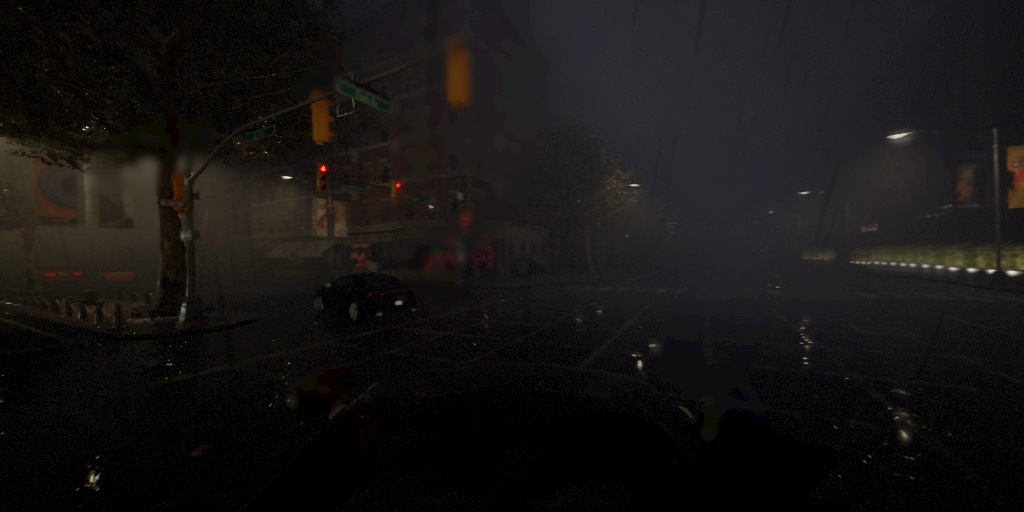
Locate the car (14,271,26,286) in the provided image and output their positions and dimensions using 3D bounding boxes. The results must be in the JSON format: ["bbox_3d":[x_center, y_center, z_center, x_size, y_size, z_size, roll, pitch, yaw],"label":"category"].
[{"bbox_3d":[-50.064,2.227,37.447,5.008,1.535,1.882,-1,0,29],"label":"car"}]

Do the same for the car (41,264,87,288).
[{"bbox_3d":[-41.676,1.803,32.879,5.566,2.045,2.150,-1,0,29],"label":"car"}]

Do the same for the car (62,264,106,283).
[{"bbox_3d":[-48.423,1.938,40.535,5.566,2.045,2.150,-1,0,29],"label":"car"}]

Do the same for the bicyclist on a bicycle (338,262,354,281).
[{"bbox_3d":[-14.228,1.337,30.900,0.582,1.620,1.656,-1,0,29],"label":"bicyclist on a bicycle"}]

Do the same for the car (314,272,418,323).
[{"bbox_3d":[-5.305,1.334,12.762,5.008,1.535,1.882,-1,-1,43],"label":"car"}]

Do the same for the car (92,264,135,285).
[{"bbox_3d":[-39.948,1.900,35.924,4.553,1.767,2.097,-1,0,29],"label":"car"}]
